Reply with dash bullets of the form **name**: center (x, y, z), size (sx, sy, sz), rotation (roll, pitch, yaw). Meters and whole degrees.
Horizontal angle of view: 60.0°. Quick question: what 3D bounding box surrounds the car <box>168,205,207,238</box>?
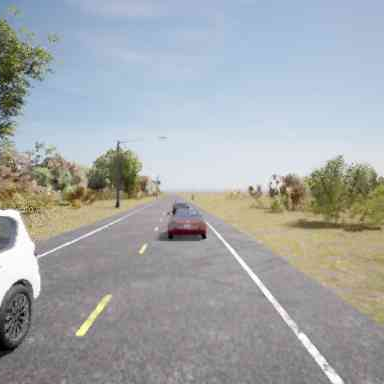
- **car**: center (-0.297, 1.612, 18.104), size (1.994, 1.385, 4.181), rotation (0, 0, -2)

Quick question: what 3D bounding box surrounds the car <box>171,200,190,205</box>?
- **car**: center (-1.232, 1.586, 36.937), size (2.128, 1.511, 4.902), rotation (0, 0, -3)

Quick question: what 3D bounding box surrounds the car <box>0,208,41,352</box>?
- **car**: center (-3.559, 1.235, 3.278), size (2.150, 2.045, 5.566), rotation (0, 0, -1)
